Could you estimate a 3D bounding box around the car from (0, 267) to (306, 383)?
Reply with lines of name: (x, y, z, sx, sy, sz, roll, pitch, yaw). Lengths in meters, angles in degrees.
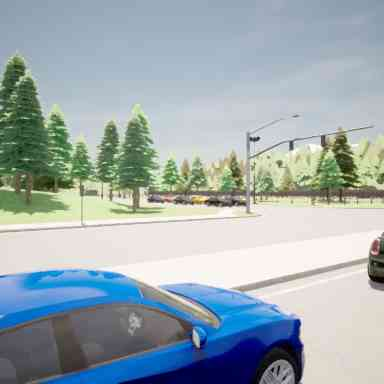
car: (-1.032, 1.478, 3.012, 5.008, 1.535, 1.882, 0, 0, -35)

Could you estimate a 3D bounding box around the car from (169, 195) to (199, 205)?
car: (-1.416, 1.504, 57.599, 1.837, 1.490, 4.892, 0, 0, -35)

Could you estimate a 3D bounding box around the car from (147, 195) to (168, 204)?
car: (-7.242, 1.504, 66.020, 1.837, 1.490, 4.892, 0, 0, -35)

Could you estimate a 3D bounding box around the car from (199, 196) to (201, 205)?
car: (1.107, 1.477, 60.113, 1.882, 1.535, 5.008, 0, 0, -35)

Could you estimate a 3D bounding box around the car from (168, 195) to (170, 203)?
car: (-4.636, 1.351, 68.443, 2.097, 1.767, 4.553, 0, 0, -35)

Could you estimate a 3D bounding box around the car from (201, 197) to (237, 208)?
car: (3.962, 1.477, 49.893, 1.882, 1.535, 5.008, 0, 0, -35)

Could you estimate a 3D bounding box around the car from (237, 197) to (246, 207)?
car: (6.581, 1.477, 52.258, 1.882, 1.535, 5.008, 0, 0, -35)

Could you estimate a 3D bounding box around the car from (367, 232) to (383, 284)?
car: (6.463, 1.352, 8.386, 4.553, 1.767, 2.097, 0, 0, -35)
